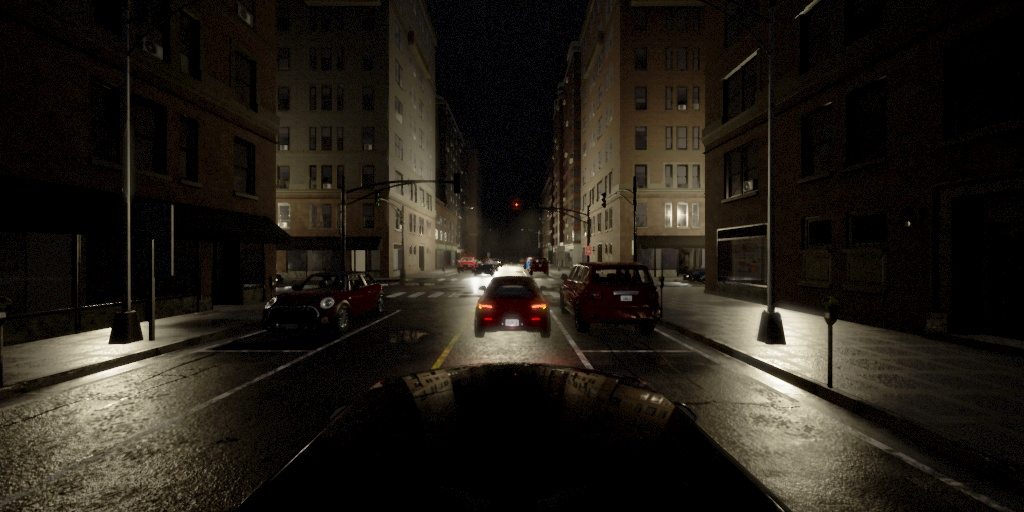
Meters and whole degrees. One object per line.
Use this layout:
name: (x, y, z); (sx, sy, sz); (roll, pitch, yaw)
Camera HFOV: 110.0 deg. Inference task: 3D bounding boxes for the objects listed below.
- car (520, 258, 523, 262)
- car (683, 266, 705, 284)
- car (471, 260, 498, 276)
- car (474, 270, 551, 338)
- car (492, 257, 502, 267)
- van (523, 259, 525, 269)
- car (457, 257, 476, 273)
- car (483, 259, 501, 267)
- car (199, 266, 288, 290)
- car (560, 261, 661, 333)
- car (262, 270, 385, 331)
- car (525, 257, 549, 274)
car: (2.805, 1.060, 54.264); (2.192, 1.841, 5.009); (0, 0, 0)
car: (14.603, 1.270, 25.757); (4.181, 1.385, 1.994); (0, 0, 0)
car: (-2.769, 1.349, 36.672); (1.895, 1.301, 4.718); (0, 0, 0)
car: (0.025, 1.275, 10.053); (1.812, 1.442, 4.674); (0, 0, 1)
car: (-2.667, 1.292, 64.177); (2.033, 1.411, 5.357); (0, 0, 1)
van: (2.797, 1.087, 48.760); (1.690, 1.789, 3.998); (0, 0, 0)
car: (-5.326, 1.062, 43.274); (2.192, 1.841, 5.009); (0, 0, 0)
car: (-2.743, 1.347, 46.679); (1.895, 1.301, 4.718); (0, 0, 0)
car: (-17.068, 1.362, 22.958); (4.181, 1.385, 1.994); (0, 0, 0)
car: (2.656, 1.064, 10.696); (2.192, 1.841, 5.009); (0, 0, 0)
car: (-5.369, 1.189, 10.714); (1.967, 1.591, 4.097); (0, 0, 0)
car: (2.781, 1.062, 37.752); (2.192, 1.841, 5.009); (0, 0, 0)
